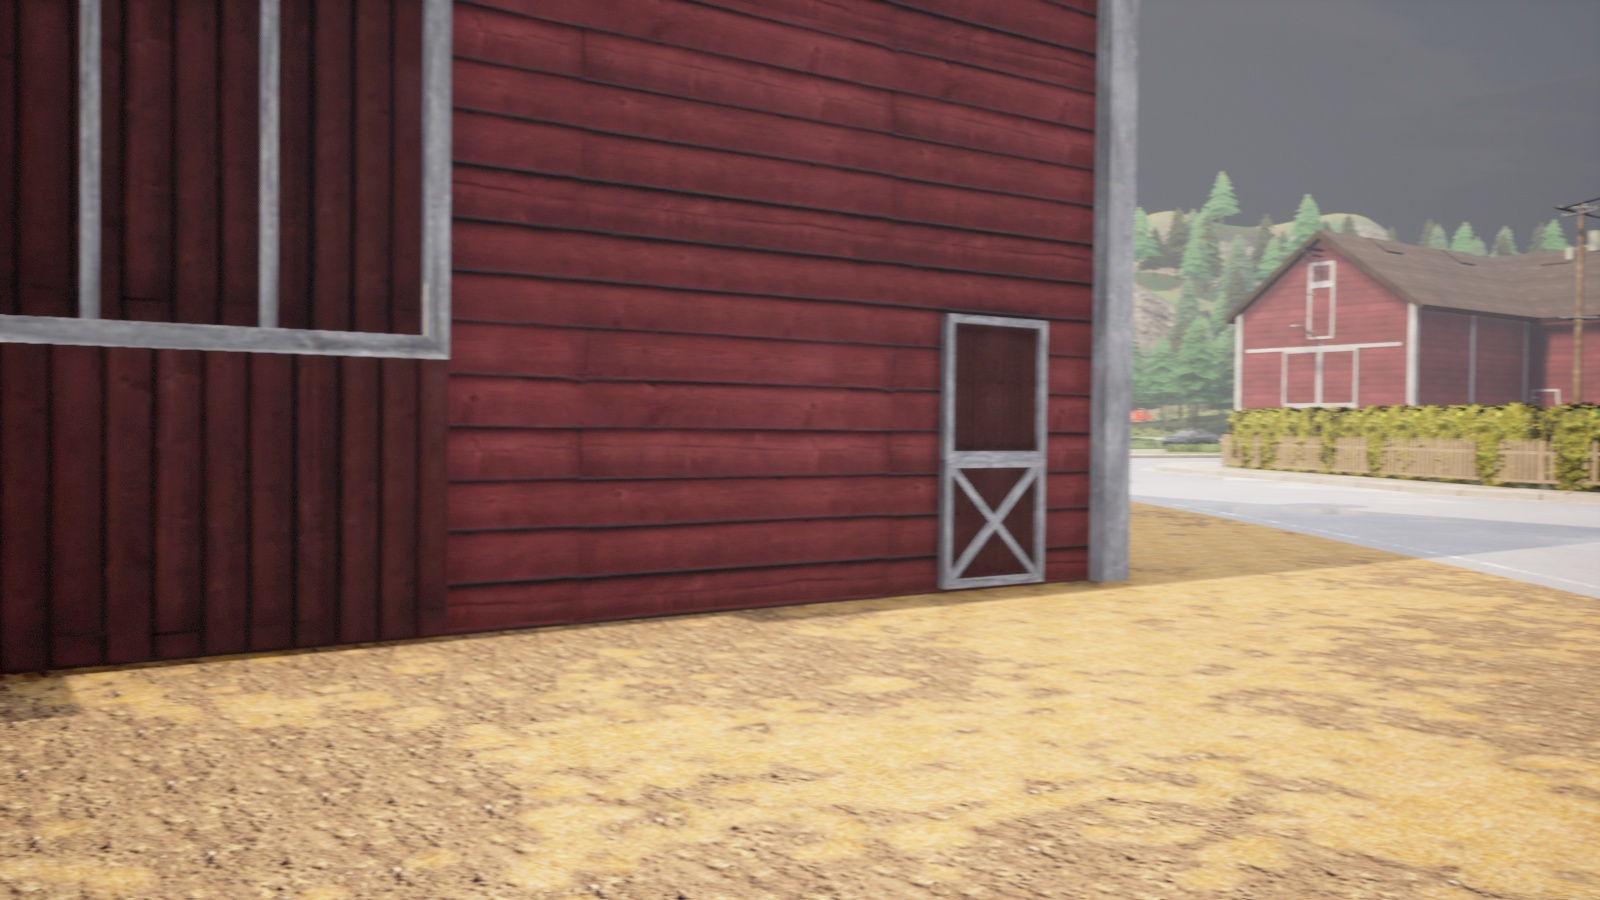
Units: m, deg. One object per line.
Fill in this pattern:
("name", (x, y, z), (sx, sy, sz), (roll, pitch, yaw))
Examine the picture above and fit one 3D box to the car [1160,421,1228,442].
("car", (28.623, -1.369, 91.194), (4.792, 1.488, 2.163), (-1, 1, -33))
